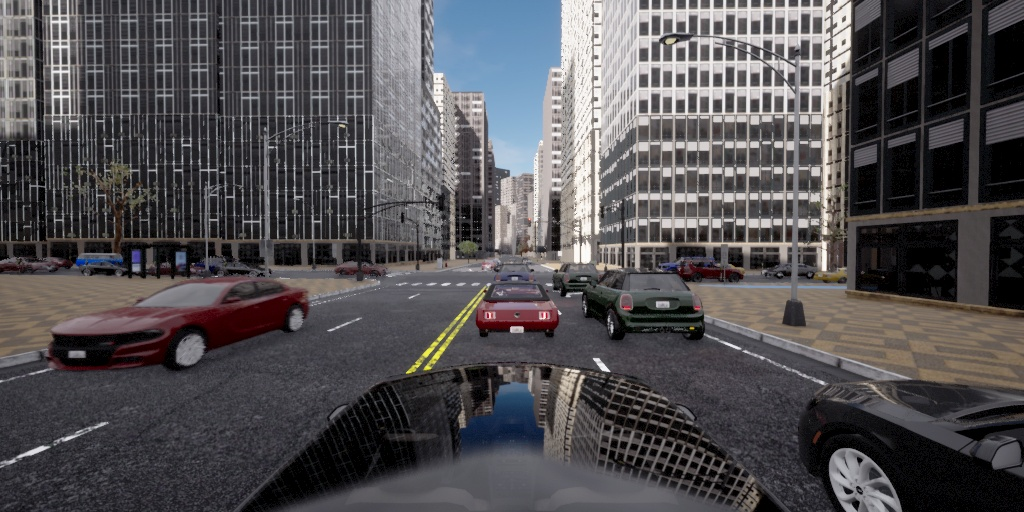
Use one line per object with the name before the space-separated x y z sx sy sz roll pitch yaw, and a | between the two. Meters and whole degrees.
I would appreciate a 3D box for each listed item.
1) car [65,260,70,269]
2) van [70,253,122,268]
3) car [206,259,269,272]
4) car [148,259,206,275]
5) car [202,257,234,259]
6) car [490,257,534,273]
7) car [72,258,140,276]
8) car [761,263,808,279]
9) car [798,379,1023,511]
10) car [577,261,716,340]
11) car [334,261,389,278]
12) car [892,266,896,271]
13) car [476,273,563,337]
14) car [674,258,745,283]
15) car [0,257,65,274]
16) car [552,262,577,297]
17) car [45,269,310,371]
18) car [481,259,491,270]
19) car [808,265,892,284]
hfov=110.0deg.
car | -50.900 0.793 39.420 4.207 1.307 1.802 0 0 1
van | -45.218 0.605 39.293 3.998 1.789 1.690 0 0 1
car | -22.679 1.174 30.283 4.313 1.339 1.948 0 0 1
car | -28.363 1.138 30.427 4.207 1.307 1.802 0 0 1
car | -26.475 0.882 33.073 4.553 1.767 2.097 0 1 1
car | 0.131 1.092 19.180 2.097 1.767 4.553 0 0 0
car | -34.043 1.069 30.612 4.313 1.339 1.948 0 0 1
car | 27.223 1.448 35.245 4.902 1.511 2.128 1 1 1
car | 3.342 1.255 1.036 1.837 1.490 4.892 0 0 0
car | 3.357 1.098 10.091 2.097 1.767 4.553 0 0 0
car | -13.726 1.171 32.790 4.674 1.442 1.812 1 1 1
car | 33.163 1.684 29.358 4.207 1.307 1.802 0 0 1
car | 0.113 1.347 10.187 1.895 1.301 4.718 0 0 0
car | 16.245 1.269 29.681 5.009 1.841 2.192 0 0 1
car | -45.477 0.881 33.525 4.674 1.442 1.812 0 1 2
car | 3.380 1.092 19.028 2.097 1.767 4.553 0 0 0
car | -6.579 1.225 7.931 1.882 1.535 5.008 0 0 0
car | -3.238 1.240 50.655 1.812 1.442 4.674 0 0 0
car | 27.693 1.579 29.462 4.829 1.417 1.751 0 0 1
